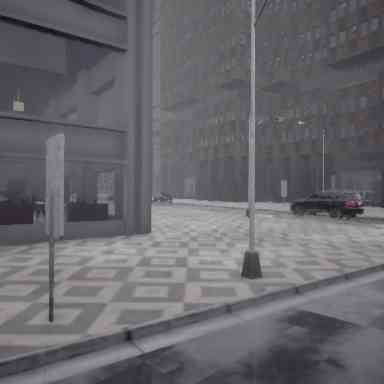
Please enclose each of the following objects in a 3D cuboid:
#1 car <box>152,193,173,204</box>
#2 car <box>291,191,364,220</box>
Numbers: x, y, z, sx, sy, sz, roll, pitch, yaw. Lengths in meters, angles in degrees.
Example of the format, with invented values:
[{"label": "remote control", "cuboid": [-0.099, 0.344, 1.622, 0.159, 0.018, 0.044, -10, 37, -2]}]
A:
[{"label": "car", "cuboid": [-4.558, 0.862, 47.263, 1.837, 1.490, 4.892, 1, 0, -35]}, {"label": "car", "cuboid": [10.481, 0.940, 26.096, 2.150, 2.045, 5.566, 1, 0, -35]}]
